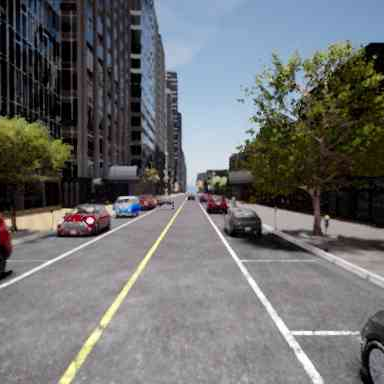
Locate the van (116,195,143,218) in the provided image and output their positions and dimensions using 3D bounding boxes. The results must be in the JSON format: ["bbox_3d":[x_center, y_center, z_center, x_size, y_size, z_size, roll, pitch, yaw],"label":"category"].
[{"bbox_3d":[-5.756,1.314,29.874,1.690,1.788,3.998,-1,0,0],"label":"van"}]

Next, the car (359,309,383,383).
[{"bbox_3d":[2.807,1.546,2.207,2.008,1.369,4.403,-1,0,0],"label":"car"}]

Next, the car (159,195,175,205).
[{"bbox_3d":[-3.073,1.151,41.806,2.033,1.411,5.357,0,0,0],"label":"car"}]

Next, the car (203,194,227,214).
[{"bbox_3d":[2.614,1.273,35.414,2.192,1.841,5.009,-1,0,0],"label":"car"}]

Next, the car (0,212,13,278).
[{"bbox_3d":[-5.817,1.314,7.007,2.192,1.841,5.009,-1,0,0],"label":"car"}]

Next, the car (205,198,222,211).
[{"bbox_3d":[2.608,1.477,41.119,1.752,1.417,4.829,-1,0,0],"label":"car"}]

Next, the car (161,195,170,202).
[{"bbox_3d":[-5.832,1.448,73.982,1.752,1.417,4.829,-1,0,0],"label":"car"}]

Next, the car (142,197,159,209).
[{"bbox_3d":[-5.782,1.480,46.309,1.752,1.417,4.829,-1,0,0],"label":"car"}]

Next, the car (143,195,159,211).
[{"bbox_3d":[-5.776,1.276,40.943,2.192,1.841,5.009,-1,0,0],"label":"car"}]

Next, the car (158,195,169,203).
[{"bbox_3d":[-5.822,1.454,68.448,1.752,1.417,4.829,-1,0,0],"label":"car"}]

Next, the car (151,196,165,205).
[{"bbox_3d":[-5.802,1.486,57.548,1.887,1.381,4.507,-1,0,0],"label":"car"}]

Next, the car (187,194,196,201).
[{"bbox_3d":[-0.142,1.394,80.936,1.837,1.490,4.892,0,0,0],"label":"car"}]

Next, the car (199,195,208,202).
[{"bbox_3d":[2.549,1.479,74.156,1.947,1.339,4.313,-1,0,0],"label":"car"}]

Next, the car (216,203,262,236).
[{"bbox_3d":[2.661,1.529,18.075,2.008,1.369,4.403,-1,0,0],"label":"car"}]

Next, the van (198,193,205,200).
[{"bbox_3d":[2.516,1.236,90.759,1.690,1.788,3.998,-1,0,0],"label":"van"}]

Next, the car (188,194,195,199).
[{"bbox_3d":[-0.160,1.265,91.220,2.033,1.411,5.357,0,0,0],"label":"car"}]

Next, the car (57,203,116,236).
[{"bbox_3d":[-5.745,1.427,18.077,1.967,1.590,4.097,-1,0,0],"label":"car"}]

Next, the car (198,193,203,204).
[{"bbox_3d":[2.565,1.241,63.087,2.192,1.841,5.009,-1,0,0],"label":"car"}]
